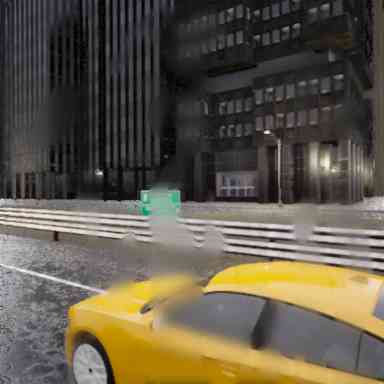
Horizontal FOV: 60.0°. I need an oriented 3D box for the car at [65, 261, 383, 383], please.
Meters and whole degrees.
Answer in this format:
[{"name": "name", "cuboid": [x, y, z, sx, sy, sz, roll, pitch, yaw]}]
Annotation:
[{"name": "car", "cuboid": [0.757, 1.476, 3.329, 5.008, 1.535, 1.882, 0, 0, 36]}]
